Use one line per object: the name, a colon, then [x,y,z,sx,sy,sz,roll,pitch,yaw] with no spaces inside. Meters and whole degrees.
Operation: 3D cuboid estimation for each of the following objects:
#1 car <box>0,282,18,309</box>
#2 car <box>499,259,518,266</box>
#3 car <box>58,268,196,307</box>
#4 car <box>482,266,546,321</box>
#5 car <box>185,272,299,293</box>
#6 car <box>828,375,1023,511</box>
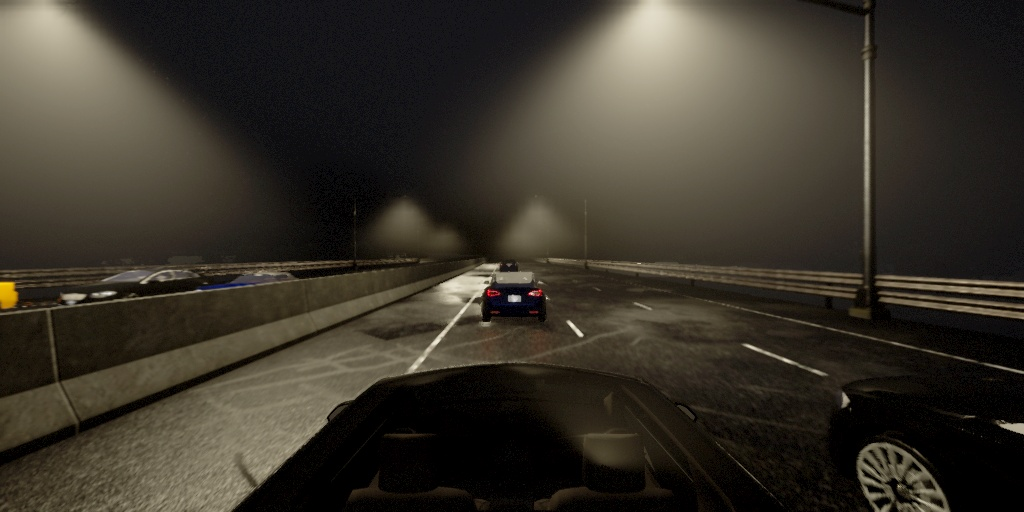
car: [-17.629,1.233,9.912,1.882,1.535,5.008,0,0,0]
car: [-0.373,1.086,41.796,2.097,1.767,4.553,0,0,-1]
car: [-14.152,1.246,13.954,2.128,1.511,4.902,0,0,0]
car: [0.055,1.254,12.498,2.163,1.488,4.792,0,0,0]
car: [-10.660,1.354,15.189,1.895,1.301,4.718,0,0,0]
car: [3.593,1.240,1.015,2.128,1.511,4.902,0,0,0]
